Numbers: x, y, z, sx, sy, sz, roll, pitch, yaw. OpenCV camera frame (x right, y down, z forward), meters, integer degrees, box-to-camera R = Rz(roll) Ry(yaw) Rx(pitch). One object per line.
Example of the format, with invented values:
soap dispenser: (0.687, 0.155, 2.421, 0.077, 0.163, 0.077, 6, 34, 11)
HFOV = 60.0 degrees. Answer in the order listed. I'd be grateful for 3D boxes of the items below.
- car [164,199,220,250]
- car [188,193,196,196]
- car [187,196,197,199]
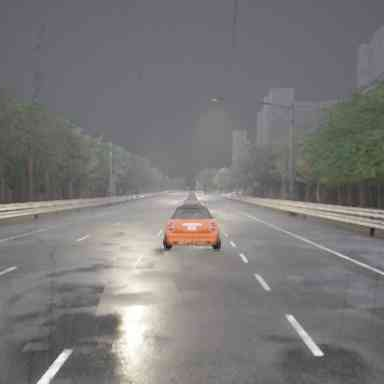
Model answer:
car: (0.001, 1.337, 14.347, 2.097, 1.767, 4.553, 0, 0, 0)
car: (0.004, 1.372, 63.136, 1.994, 1.385, 4.181, 0, 0, 0)
car: (0.001, 1.437, 32.029, 1.882, 1.535, 5.008, 0, 0, 0)
